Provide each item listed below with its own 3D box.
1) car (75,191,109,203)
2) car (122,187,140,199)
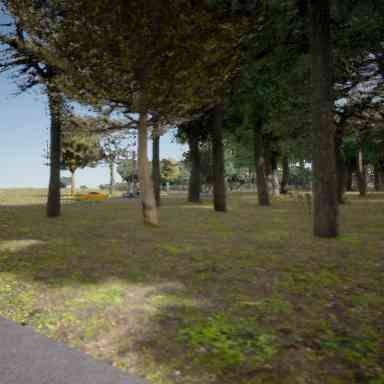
[{"bbox_3d":[-13.791,0.625,46.026,1.882,1.535,5.008,-3,0,34],"label":"car"},{"bbox_3d":[-10.668,0.212,62.980,2.150,2.045,5.566,-3,2,34],"label":"car"}]
